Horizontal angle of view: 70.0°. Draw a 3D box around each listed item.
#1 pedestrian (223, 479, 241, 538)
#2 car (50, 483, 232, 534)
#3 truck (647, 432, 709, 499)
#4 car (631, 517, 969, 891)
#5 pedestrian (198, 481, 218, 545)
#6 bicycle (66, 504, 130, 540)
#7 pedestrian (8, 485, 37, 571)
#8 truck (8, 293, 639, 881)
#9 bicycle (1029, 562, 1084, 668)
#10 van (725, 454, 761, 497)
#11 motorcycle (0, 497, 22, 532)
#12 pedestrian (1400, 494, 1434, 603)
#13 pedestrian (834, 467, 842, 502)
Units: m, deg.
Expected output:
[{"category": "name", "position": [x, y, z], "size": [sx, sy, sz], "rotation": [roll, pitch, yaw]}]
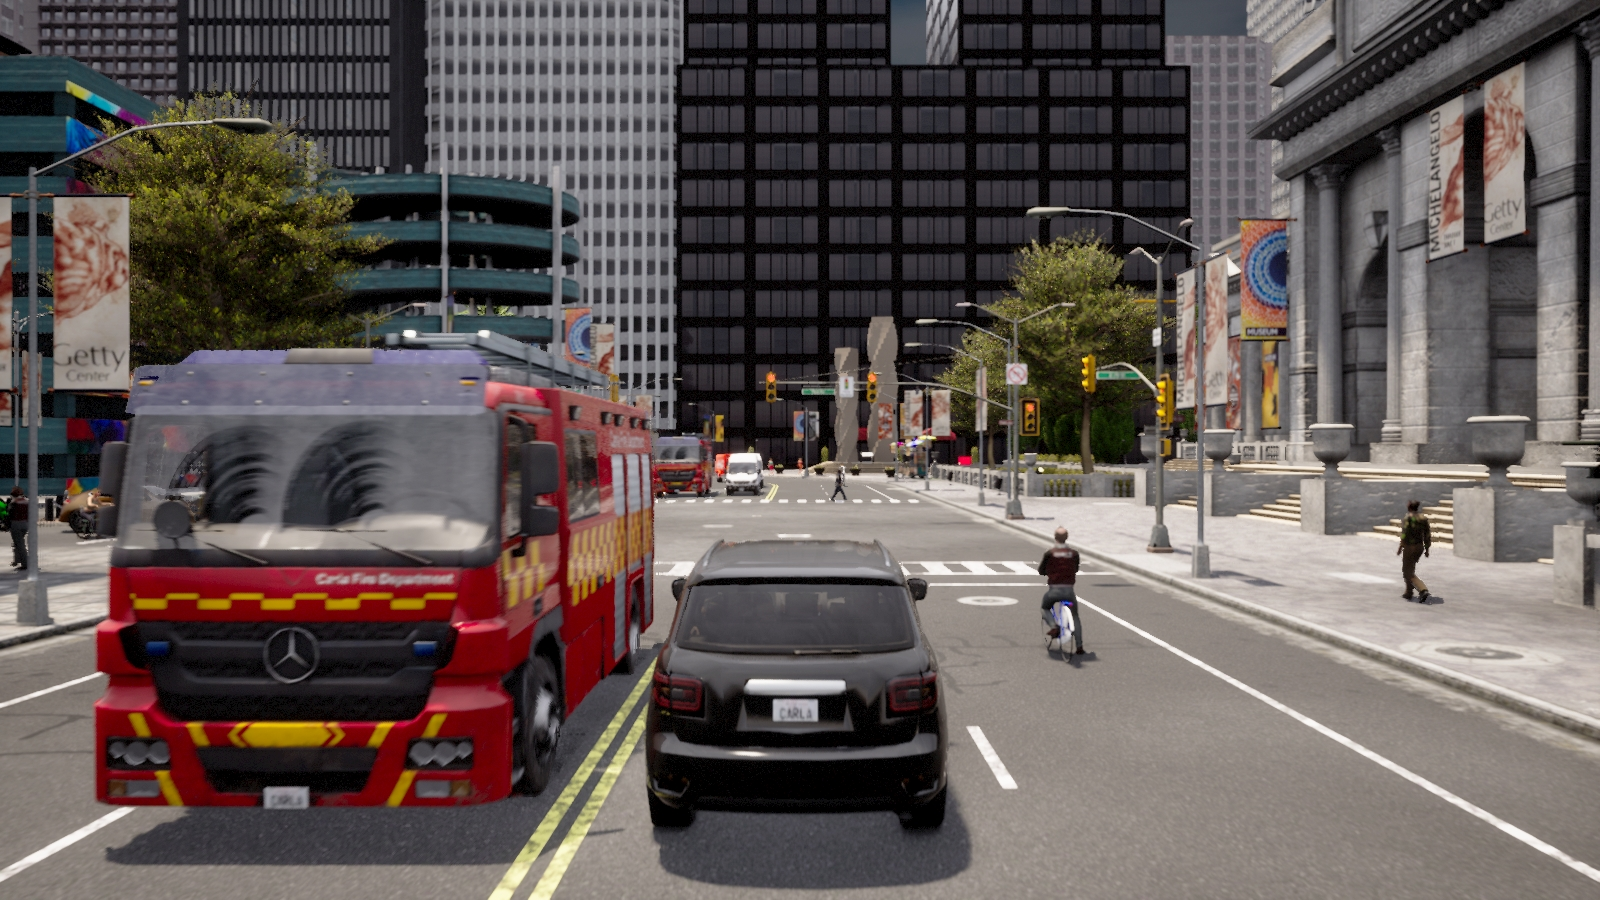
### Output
[{"category": "pedestrian", "position": [-18.089, 1.849, 36.392], "size": [0.375, 1.860, 0.375], "rotation": [0, 0, 26]}, {"category": "car", "position": [-22.678, 1.992, 39.454], "size": [5.027, 1.651, 2.152], "rotation": [0, 0, 0]}, {"category": "truck", "position": [-7.302, 0.892, 69.497], "size": [2.891, 3.827, 8.468], "rotation": [0, 0, 0]}, {"category": "car", "position": [0.017, 1.780, 10.044], "size": [2.150, 2.045, 5.566], "rotation": [0, 0, 0]}, {"category": "pedestrian", "position": [-17.442, 1.849, 33.665], "size": [0.375, 1.860, 0.375], "rotation": [0, 0, -3]}, {"category": "bicycle", "position": [-22.039, 2.257, 35.900], "size": [1.487, 1.080, 0.859], "rotation": [0, 0, 2]}, {"category": "pedestrian", "position": [-16.978, 1.697, 24.953], "size": [0.375, 1.860, 0.375], "rotation": [0, 0, 13]}, {"category": "truck", "position": [-3.700, 0.890, 11.668], "size": [2.891, 3.827, 8.468], "rotation": [0, 0, 0]}, {"category": "bicycle", "position": [3.477, 2.210, 15.573], "size": [0.329, 1.171, 1.835], "rotation": [0, 0, 0]}, {"category": "van", "position": [-3.557, 1.536, 71.860], "size": [1.988, 2.561, 5.915], "rotation": [0, 0, 0]}, {"category": "motorcycle", "position": [-28.137, 2.214, 39.428], "size": [2.033, 1.145, 0.803], "rotation": [0, 0, 0]}, {"category": "pedestrian", "position": [10.711, 1.696, 19.837], "size": [0.375, 1.860, 0.375], "rotation": [0, 0, -7]}, {"category": "pedestrian", "position": [2.045, 1.849, 61.776], "size": [0.375, 1.860, 0.375], "rotation": [0, 0, 7]}]
